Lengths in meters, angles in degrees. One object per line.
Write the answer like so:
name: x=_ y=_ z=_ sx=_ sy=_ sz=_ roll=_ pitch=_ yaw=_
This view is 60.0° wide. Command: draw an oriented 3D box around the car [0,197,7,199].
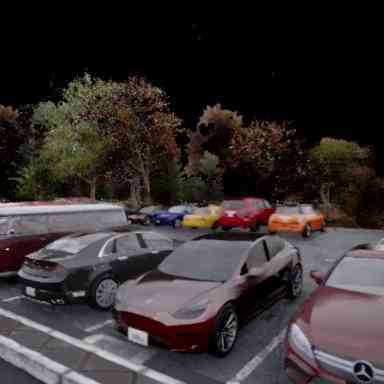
car: x=-23.391 y=1.768 z=39.916 sx=2.185 sy=1.767 sz=4.553 roll=-1 pitch=0 yaw=36

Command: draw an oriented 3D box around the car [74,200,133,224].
car: x=-7.523 y=1.610 z=28.591 sx=2.185 sy=1.767 sz=4.553 roll=-1 pitch=0 yaw=36

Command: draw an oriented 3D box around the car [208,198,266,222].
car: x=3.681 y=1.361 z=20.538 sx=2.435 sy=2.045 sz=5.566 roll=-1 pitch=0 yaw=36

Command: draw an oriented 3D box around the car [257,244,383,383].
car: x=2.923 y=1.576 z=4.945 sx=2.002 sy=1.452 sz=4.674 roll=-1 pitch=0 yaw=36

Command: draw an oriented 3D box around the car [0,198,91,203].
car: x=-6.138 y=1.386 z=11.417 sx=2.435 sy=2.045 sz=5.566 roll=-1 pitch=0 yaw=36

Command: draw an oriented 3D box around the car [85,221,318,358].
car: x=0.644 y=1.591 z=6.543 sx=2.163 sy=1.488 sz=4.792 roll=-1 pitch=0 yaw=36

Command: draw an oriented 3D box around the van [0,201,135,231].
van: x=-4.030 y=1.387 z=9.794 sx=1.878 sy=1.987 sz=4.442 roll=-1 pitch=0 yaw=36

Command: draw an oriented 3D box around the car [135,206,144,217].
car: x=-3.035 y=1.716 z=25.292 sx=2.163 sy=1.488 sz=4.792 roll=-1 pitch=0 yaw=36

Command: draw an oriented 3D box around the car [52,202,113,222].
car: x=-9.799 y=1.761 z=30.196 sx=2.231 sy=1.521 sz=4.892 roll=-1 pitch=0 yaw=36

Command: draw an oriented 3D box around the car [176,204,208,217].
car: x=1.513 y=1.635 z=22.289 sx=1.946 sy=1.575 sz=5.366 roll=-1 pitch=0 yaw=36

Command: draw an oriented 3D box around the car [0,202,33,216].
car: x=-21.109 y=1.912 z=38.317 sx=2.002 sy=1.452 sz=4.674 roll=-1 pitch=0 yaw=36

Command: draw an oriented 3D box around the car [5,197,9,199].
car: x=-16.608 y=1.703 z=35.041 sx=2.185 sy=1.767 sz=4.553 roll=-1 pitch=0 yaw=36

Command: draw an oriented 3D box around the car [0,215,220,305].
car: x=-1.604 y=1.588 z=8.186 sx=2.231 sy=1.521 sz=4.892 roll=-1 pitch=0 yaw=36

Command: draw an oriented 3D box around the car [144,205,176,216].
car: x=-0.752 y=1.662 z=23.694 sx=2.097 sy=1.535 sz=5.008 roll=-1 pitch=0 yaw=36

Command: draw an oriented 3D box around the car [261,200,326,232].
car: x=6.010 y=1.460 z=18.791 sx=2.185 sy=1.767 sz=4.553 roll=-1 pitch=0 yaw=36

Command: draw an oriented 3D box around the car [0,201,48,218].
car: x=-18.852 y=1.851 z=36.686 sx=2.097 sy=1.535 sz=5.008 roll=-1 pitch=0 yaw=36

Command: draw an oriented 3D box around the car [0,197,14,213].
car: x=-25.651 y=1.663 z=41.543 sx=2.435 sy=2.045 sz=5.566 roll=0 pitch=0 yaw=36
